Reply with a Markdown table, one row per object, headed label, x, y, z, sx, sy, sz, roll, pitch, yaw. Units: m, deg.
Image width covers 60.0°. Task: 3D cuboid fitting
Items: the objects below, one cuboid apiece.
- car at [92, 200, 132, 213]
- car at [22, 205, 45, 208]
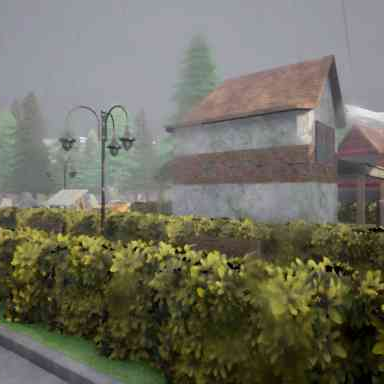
| label | x | y | z | sx | sy | sz | roll | pitch | yaw |
| --- | --- | --- | --- | --- | --- | --- | --- | --- | --- |
| car | -8.555 | 1.639 | 36.216 | 1.882 | 1.535 | 5.008 | 0 | 0 | 36 |
| car | -14.055 | 1.762 | 28.609 | 1.895 | 1.301 | 4.718 | 0 | 0 | 36 |
